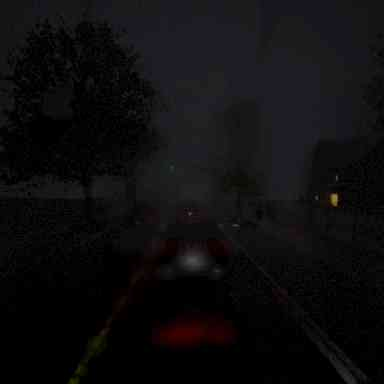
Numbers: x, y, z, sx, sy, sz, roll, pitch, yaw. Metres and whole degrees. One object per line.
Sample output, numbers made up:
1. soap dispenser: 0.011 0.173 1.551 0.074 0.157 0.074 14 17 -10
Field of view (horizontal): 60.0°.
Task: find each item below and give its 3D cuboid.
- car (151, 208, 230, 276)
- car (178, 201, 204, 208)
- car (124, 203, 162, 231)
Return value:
1. car: 0.024 1.480 10.396 1.882 1.535 5.008 0 0 0
2. car: -0.077 1.509 27.943 1.837 1.490 4.892 0 0 0
3. car: -2.968 1.483 20.983 1.882 1.535 5.008 0 0 0
